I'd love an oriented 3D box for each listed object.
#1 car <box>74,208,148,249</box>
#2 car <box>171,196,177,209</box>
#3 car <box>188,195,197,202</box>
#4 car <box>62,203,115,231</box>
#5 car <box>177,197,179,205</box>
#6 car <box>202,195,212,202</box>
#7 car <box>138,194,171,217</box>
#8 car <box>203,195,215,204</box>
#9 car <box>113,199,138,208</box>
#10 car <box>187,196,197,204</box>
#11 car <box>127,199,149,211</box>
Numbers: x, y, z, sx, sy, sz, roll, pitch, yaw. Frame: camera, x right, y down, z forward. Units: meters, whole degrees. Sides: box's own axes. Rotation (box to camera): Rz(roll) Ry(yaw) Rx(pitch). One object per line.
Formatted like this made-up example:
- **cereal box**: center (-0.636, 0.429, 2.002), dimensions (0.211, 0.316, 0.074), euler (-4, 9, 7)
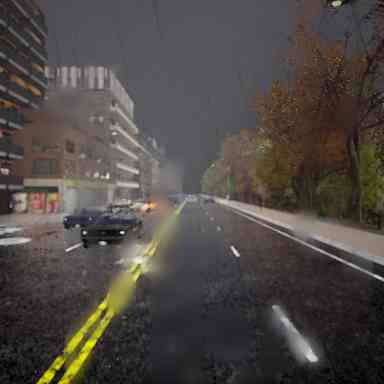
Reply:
- **car**: center (-3.355, 1.622, 14.766), dimensions (1.895, 1.301, 4.718), euler (0, 0, 0)
- **car**: center (-3.331, 1.471, 43.309), dimensions (1.812, 1.442, 4.674), euler (0, 0, 0)
- **car**: center (0.018, 1.423, 72.678), dimensions (1.895, 1.301, 4.718), euler (0, 0, 0)
- **car**: center (-6.601, 1.635, 21.388), dimensions (1.895, 1.301, 4.718), euler (-1, 0, 0)
- **car**: center (-3.268, 1.475, 59.429), dimensions (2.033, 1.411, 5.357), euler (0, 0, 1)
- **car**: center (3.269, 1.368, 72.647), dimensions (2.033, 1.411, 5.357), euler (0, 0, 0)
- **car**: center (-3.341, 1.310, 30.824), dimensions (2.097, 1.767, 4.553), euler (0, 0, 0)
- **car**: center (3.266, 1.526, 62.677), dimensions (1.895, 1.301, 4.718), euler (0, 0, 0)
- **car**: center (-6.601, 1.448, 31.479), dimensions (2.128, 1.511, 4.902), euler (0, 0, 1)
- **car**: center (0.016, 1.526, 62.678), dimensions (1.895, 1.301, 4.718), euler (0, 0, 0)
- **car**: center (-6.587, 1.548, 40.970), dimensions (1.895, 1.301, 4.718), euler (0, 0, 0)
